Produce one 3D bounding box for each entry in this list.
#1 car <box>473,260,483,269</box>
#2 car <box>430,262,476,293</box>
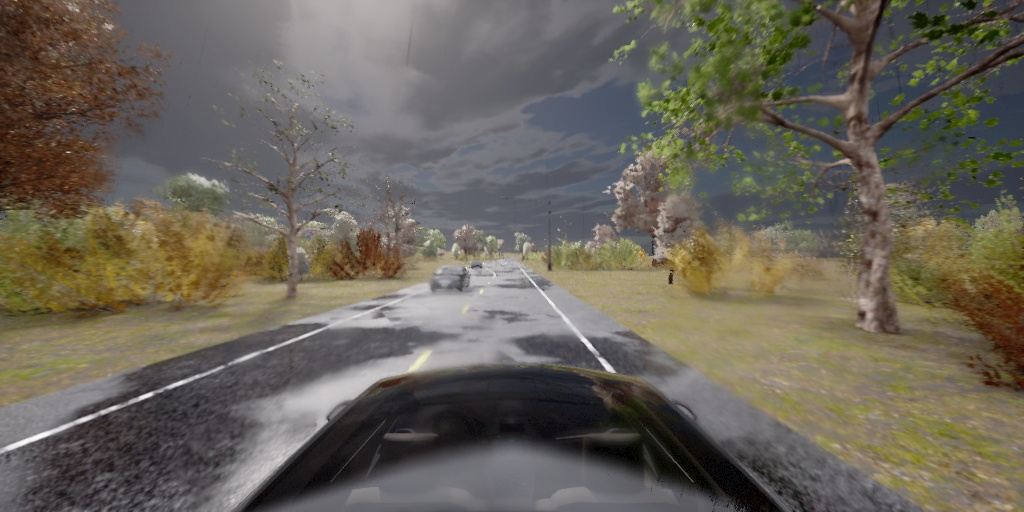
[{"bbox_3d":[-6.230,1.477,63.292,1.837,1.490,4.892,0,0,-7],"label":"car"},{"bbox_3d":[-3.648,1.331,21.809,2.128,1.511,4.902,0,0,0],"label":"car"}]
